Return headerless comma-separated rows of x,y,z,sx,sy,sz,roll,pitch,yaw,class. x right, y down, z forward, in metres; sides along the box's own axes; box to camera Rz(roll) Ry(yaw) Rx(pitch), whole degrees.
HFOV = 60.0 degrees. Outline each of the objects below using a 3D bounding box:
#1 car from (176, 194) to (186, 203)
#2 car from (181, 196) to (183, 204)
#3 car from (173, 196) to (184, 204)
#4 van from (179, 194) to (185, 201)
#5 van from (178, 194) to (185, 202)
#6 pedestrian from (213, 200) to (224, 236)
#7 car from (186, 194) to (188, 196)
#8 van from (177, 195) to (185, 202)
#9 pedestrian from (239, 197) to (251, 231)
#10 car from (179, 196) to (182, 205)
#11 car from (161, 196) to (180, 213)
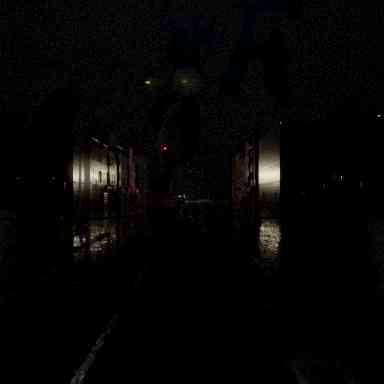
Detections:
-2.637,1.537,60.807,1.967,1.590,4.097,0,0,0,car
-2.637,1.647,49.596,1.802,1.307,4.206,0,0,0,car
-2.638,1.555,66.412,1.967,1.590,4.097,0,0,0,car
-2.639,1.537,88.835,1.690,1.788,3.998,0,0,0,van
-2.639,1.515,83.229,1.690,1.788,3.998,0,0,0,van
1.382,1.303,16.923,0.375,1.860,0.375,0,0,0,pedestrian
-2.638,1.449,72.018,2.192,1.841,5.009,0,0,0,car
-2.638,1.495,77.624,1.690,1.788,3.998,0,0,0,van
2.808,1.148,17.525,0.375,1.860,0.375,0,0,0,pedestrian
-2.636,1.596,43.990,1.887,1.381,4.507,0,0,0,car
-2.635,1.565,38.216,1.752,1.417,4.829,0,0,0,car
